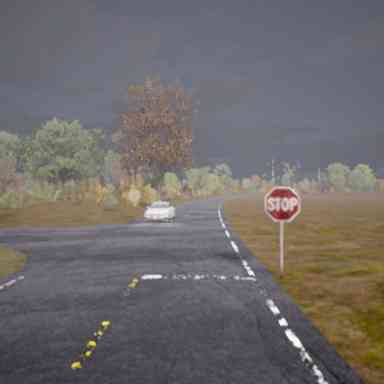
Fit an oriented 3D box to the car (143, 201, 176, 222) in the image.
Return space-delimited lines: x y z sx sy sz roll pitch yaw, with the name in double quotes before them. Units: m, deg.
"car" -2.374 1.463 25.516 1.812 1.442 4.674 0 1 5
